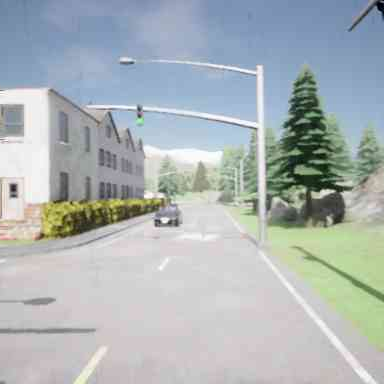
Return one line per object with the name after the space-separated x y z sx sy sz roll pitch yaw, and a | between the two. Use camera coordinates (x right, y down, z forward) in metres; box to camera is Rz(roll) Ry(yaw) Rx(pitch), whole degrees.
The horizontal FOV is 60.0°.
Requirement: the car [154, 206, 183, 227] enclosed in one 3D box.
-1.783 1.872 26.105 2.128 1.511 4.902 -1 -1 4 | car
